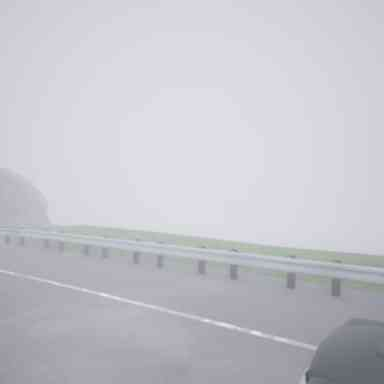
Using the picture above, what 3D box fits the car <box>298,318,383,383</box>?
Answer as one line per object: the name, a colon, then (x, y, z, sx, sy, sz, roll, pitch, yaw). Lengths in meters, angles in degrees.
car: (3.004, 1.588, 1.789, 4.718, 1.301, 1.895, 0, 0, 36)
